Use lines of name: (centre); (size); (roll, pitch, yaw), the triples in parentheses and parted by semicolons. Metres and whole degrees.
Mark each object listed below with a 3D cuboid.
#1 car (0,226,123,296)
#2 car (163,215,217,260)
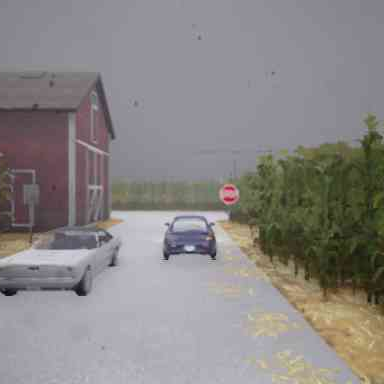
car: (-3.242, 1.666, 8.985); (1.895, 1.301, 4.718); (0, 0, 0)
car: (-0.079, 1.604, 12.751); (1.812, 1.442, 4.674); (0, 0, 0)
